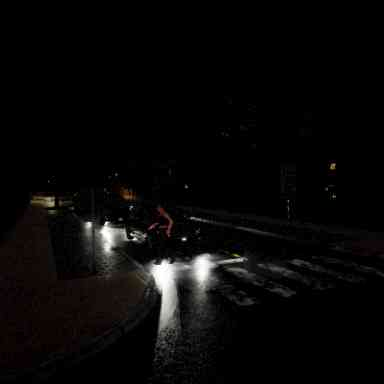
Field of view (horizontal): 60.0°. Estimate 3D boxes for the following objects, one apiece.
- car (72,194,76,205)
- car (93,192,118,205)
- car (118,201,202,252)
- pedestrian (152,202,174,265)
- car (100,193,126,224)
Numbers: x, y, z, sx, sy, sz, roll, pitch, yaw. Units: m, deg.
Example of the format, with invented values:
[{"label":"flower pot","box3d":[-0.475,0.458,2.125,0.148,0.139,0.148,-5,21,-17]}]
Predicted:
[{"label":"car","box3d":[-13.221,0.881,39.603,2.033,1.411,5.357,-2,2,-24]},{"label":"car","box3d":[-10.793,0.783,41.334,2.033,1.411,5.357,-2,1,-25]},{"label":"car","box3d":[-1.325,1.301,13.334,1.837,1.490,4.892,-2,2,-26]},{"label":"pedestrian","box3d":[-0.848,1.182,9.642,0.375,1.860,0.375,-1,0,-24]},{"label":"car","box3d":[-5.145,0.998,21.667,2.097,1.767,4.553,-2,2,-24]}]
